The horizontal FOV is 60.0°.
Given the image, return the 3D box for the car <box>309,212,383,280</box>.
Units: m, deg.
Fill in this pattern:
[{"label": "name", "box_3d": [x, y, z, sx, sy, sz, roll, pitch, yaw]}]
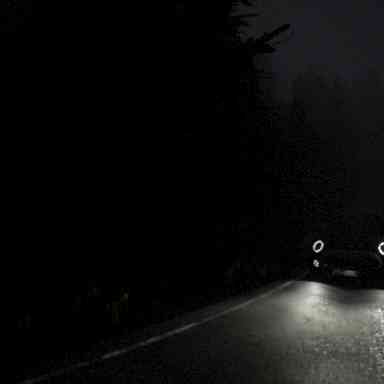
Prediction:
[{"label": "car", "box_3d": [5.063, 1.464, 10.238, 2.097, 1.767, 4.553, -3, -2, 31]}]
